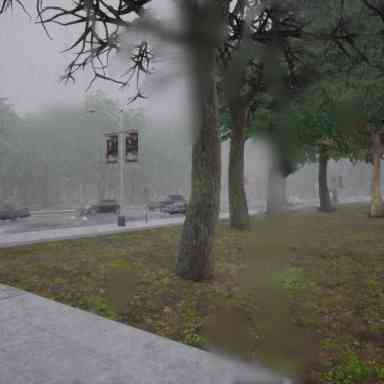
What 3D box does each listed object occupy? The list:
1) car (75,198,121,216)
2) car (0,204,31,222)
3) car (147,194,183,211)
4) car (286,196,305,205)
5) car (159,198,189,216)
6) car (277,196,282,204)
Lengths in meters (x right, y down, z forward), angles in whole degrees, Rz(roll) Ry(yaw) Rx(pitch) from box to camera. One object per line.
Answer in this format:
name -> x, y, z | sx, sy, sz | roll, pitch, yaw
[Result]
car -> -9.222, 1.384, 32.800 | 2.097, 1.767, 4.553 | 0, 0, 35
car -> -14.963, 1.564, 24.763 | 2.033, 1.411, 5.357 | 0, 0, 35
car -> -3.110, 1.271, 41.363 | 2.150, 2.045, 5.566 | 0, 0, 35
car -> 19.005, 1.638, 60.823 | 1.812, 1.442, 4.674 | 0, 0, 35
car -> -0.518, 1.597, 33.468 | 2.033, 1.411, 5.357 | 0, 0, 36
car -> 18.320, 1.613, 65.456 | 1.837, 1.490, 4.892 | 0, -2, 36
